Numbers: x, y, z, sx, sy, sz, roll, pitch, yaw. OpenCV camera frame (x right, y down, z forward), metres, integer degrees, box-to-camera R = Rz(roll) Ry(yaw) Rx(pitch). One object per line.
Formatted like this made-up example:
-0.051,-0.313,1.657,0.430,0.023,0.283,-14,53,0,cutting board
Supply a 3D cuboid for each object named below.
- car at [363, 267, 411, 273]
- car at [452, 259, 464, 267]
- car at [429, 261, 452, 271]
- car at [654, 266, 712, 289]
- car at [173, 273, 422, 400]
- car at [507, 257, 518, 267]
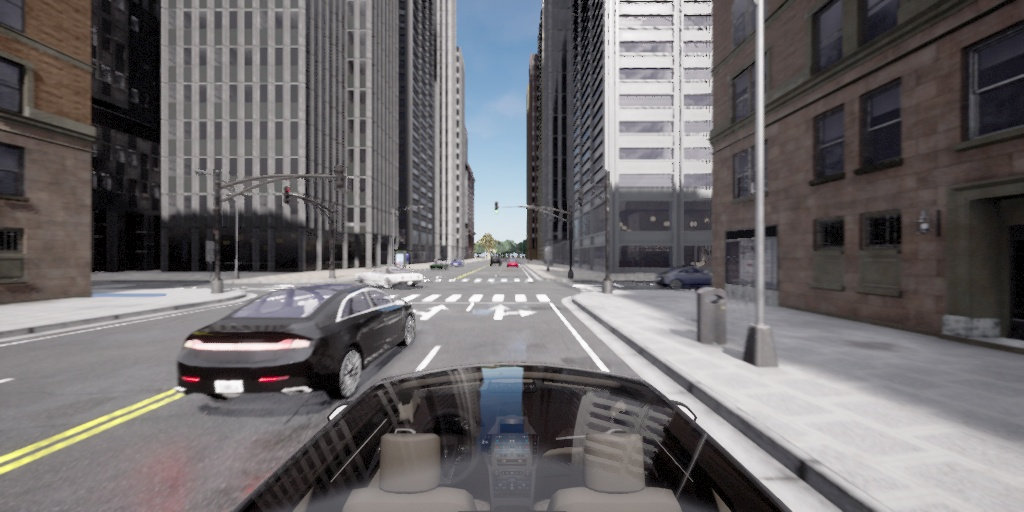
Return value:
-8.007,1.340,22.919,4.718,1.301,1.895,0,0,35,car
-9.769,1.243,64.385,1.812,1.442,4.674,0,0,0,car
-9.817,1.324,48.625,1.895,1.301,4.718,0,0,0,car
10.887,1.316,21.679,4.181,1.385,1.994,0,0,0,car
-3.150,1.240,6.416,2.128,1.511,4.902,0,0,0,car
0.099,1.281,63.885,1.994,1.385,4.181,0,0,0,car
